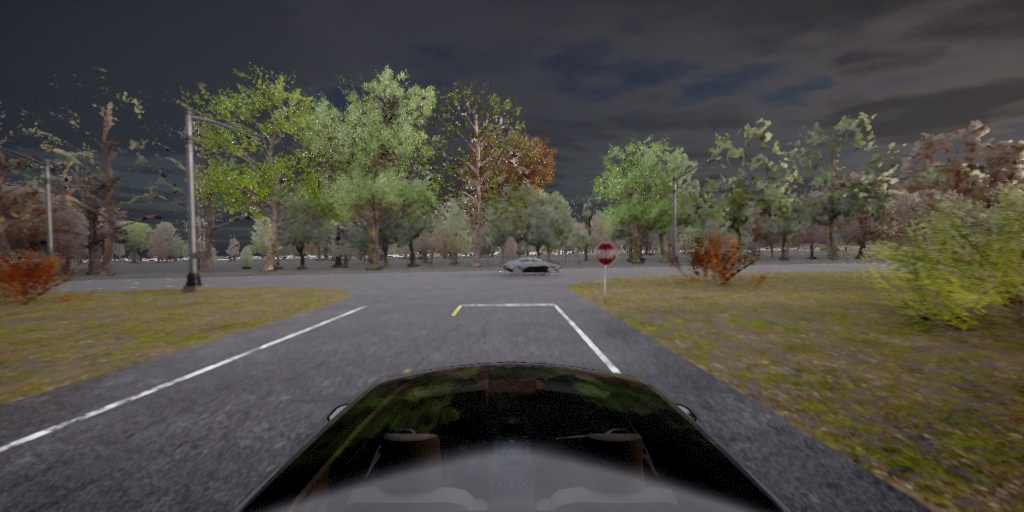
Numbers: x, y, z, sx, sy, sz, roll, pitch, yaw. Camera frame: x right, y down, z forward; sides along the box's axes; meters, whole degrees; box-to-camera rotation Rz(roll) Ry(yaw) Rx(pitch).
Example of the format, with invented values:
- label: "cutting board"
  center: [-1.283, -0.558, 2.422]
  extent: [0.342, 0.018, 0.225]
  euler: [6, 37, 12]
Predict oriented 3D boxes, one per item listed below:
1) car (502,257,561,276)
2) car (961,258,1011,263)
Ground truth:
- label: "car"
  center: [1.661, 0.829, 29.961]
  extent: [4.902, 1.511, 2.128]
  euler: [-1, 2, -9]
- label: "car"
  center: [48.020, 0.223, 36.525]
  extent: [4.718, 1.301, 1.895]
  euler: [-1, 1, -7]
